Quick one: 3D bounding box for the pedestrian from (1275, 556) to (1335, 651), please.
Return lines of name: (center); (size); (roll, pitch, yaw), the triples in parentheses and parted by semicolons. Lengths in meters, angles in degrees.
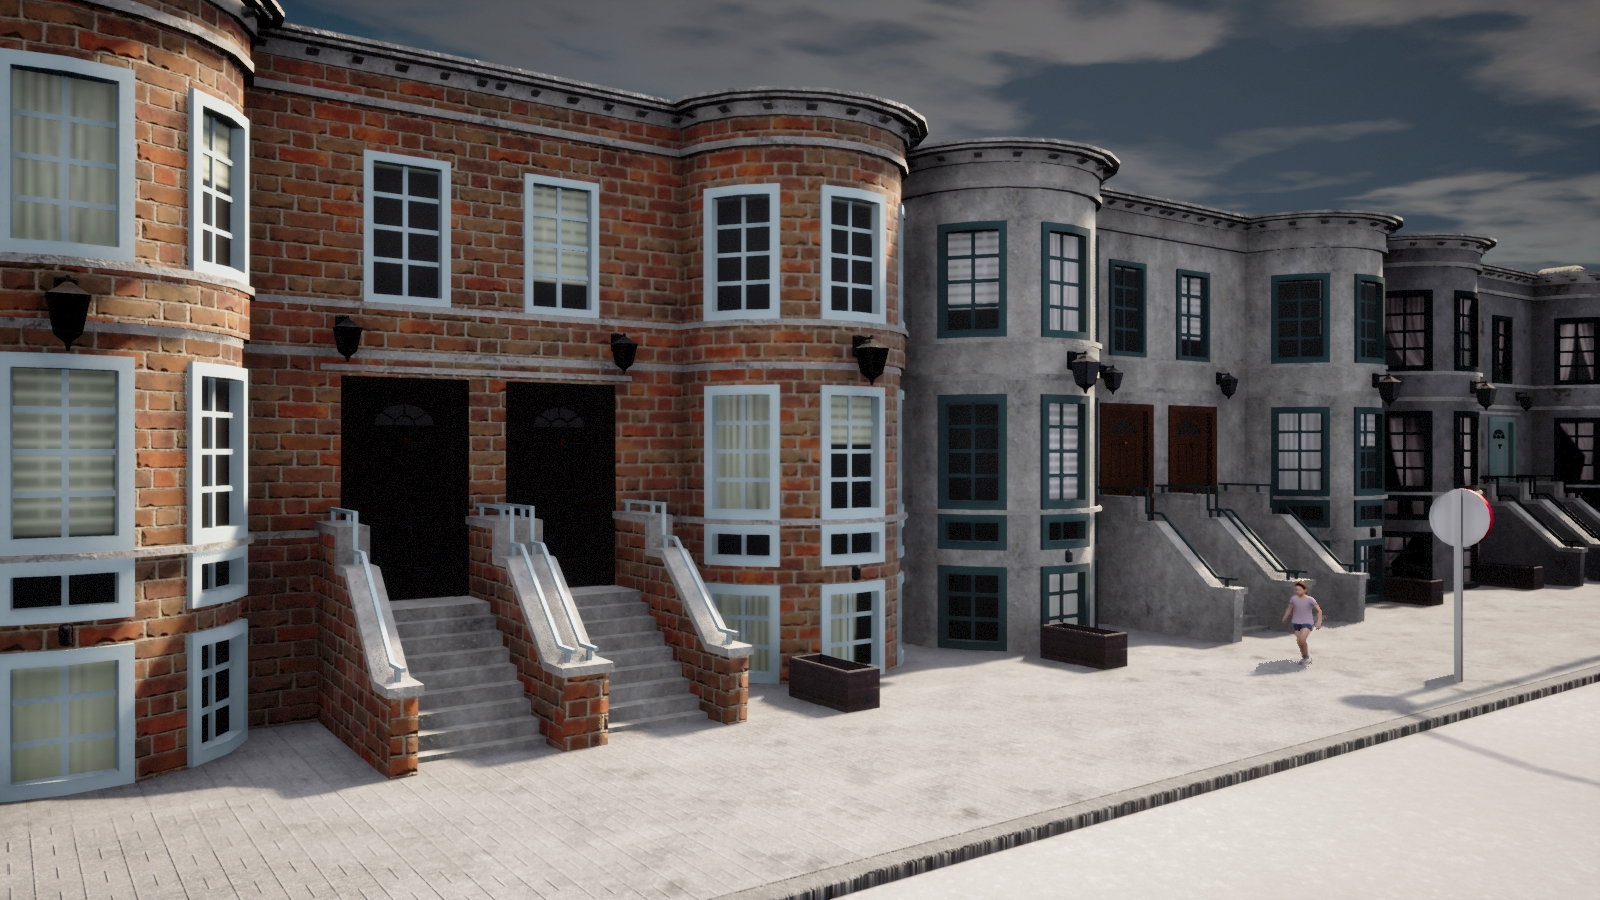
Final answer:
pedestrian: (6.316, 1.904, 14.289); (0.500, 1.100, 0.500); (0, 0, -37)
